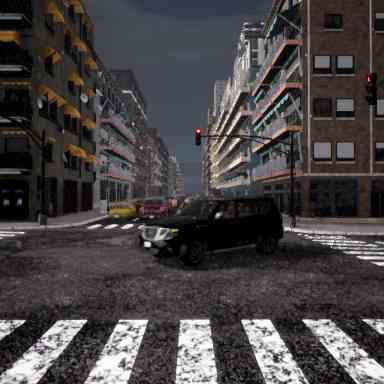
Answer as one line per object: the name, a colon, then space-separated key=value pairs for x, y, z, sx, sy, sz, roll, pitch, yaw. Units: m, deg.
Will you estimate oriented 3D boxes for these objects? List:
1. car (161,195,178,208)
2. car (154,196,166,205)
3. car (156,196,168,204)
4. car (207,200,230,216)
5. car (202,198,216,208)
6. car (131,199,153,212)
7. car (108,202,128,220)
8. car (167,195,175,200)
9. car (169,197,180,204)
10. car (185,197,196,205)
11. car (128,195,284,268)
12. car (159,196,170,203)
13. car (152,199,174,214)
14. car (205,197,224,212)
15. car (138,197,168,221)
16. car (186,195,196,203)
car: x=-3.252 y=1.366 z=48.360 sx=2.097 sy=1.767 sz=4.553 roll=0 pitch=0 yaw=0
car: x=-5.887 y=1.545 z=61.003 sx=1.752 sy=1.417 sz=4.829 roll=1 pitch=0 yaw=0
car: x=-5.906 y=1.573 z=66.697 sx=2.008 sy=1.369 sz=4.403 roll=1 pitch=0 yaw=0
car: x=2.586 y=1.553 z=33.570 sx=1.887 sy=1.381 sz=4.507 roll=1 pitch=0 yaw=0
car: x=2.530 y=1.597 z=50.140 sx=1.802 sy=1.307 sz=4.206 roll=1 pitch=0 yaw=0
car: x=-5.814 y=1.555 z=39.079 sx=1.887 sy=1.381 sz=4.507 roll=1 pitch=0 yaw=0
car: x=-5.776 y=1.532 z=27.862 sx=1.752 sy=1.417 sz=4.829 roll=1 pitch=0 yaw=0
car: x=-5.998 y=1.589 z=94.313 sx=2.008 sy=1.369 sz=4.403 roll=1 pitch=0 yaw=0
car: x=-3.218 y=1.621 z=63.256 sx=1.895 sy=1.301 sz=4.718 roll=0 pitch=0 yaw=0
car: x=-0.199 y=1.620 z=59.851 sx=1.895 sy=1.301 sz=4.718 roll=0 pitch=0 yaw=0
car: x=0.857 y=1.214 z=11.718 sx=5.566 sy=2.045 sz=2.150 roll=-1 pitch=-1 yaw=-36
car: x=-5.925 y=1.570 z=72.220 sx=1.887 sy=1.381 sz=4.507 roll=1 pitch=0 yaw=0
car: x=-3.227 y=1.557 z=37.607 sx=2.033 sy=1.411 sz=5.357 roll=0 pitch=0 yaw=0
car: x=2.568 y=1.451 z=39.093 sx=1.967 sy=1.590 sz=4.097 roll=1 pitch=0 yaw=0
car: x=-3.168 y=1.359 z=28.116 sx=2.097 sy=1.767 sz=4.553 roll=0 pitch=0 yaw=-1
car: x=-0.233 y=1.480 z=69.828 sx=2.128 sy=1.511 sz=4.902 roll=0 pitch=0 yaw=0
